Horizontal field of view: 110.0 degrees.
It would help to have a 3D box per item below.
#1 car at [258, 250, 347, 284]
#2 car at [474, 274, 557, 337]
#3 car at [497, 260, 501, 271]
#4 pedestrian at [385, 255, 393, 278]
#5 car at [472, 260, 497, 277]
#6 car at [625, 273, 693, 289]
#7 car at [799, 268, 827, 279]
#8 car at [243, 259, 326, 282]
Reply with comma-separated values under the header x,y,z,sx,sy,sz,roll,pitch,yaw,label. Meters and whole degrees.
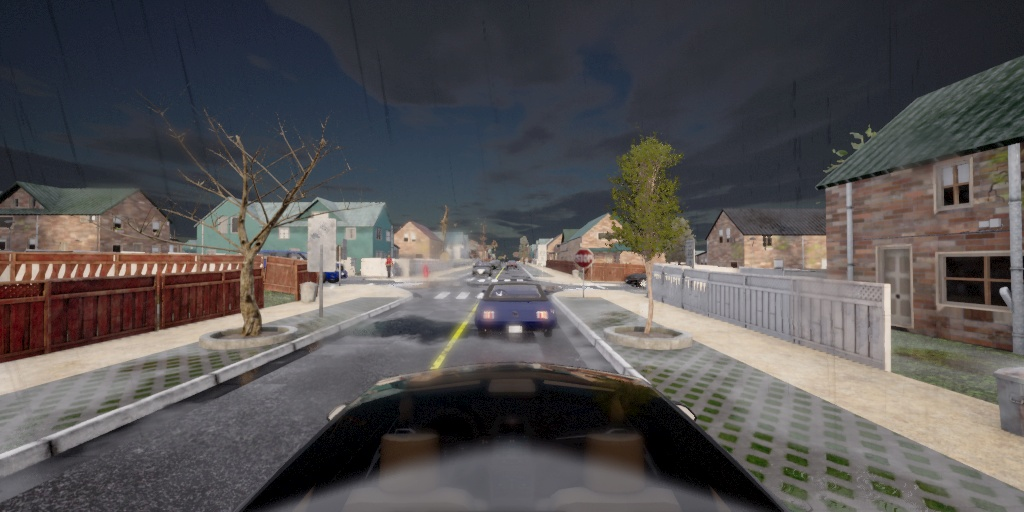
x,y,z,sx,sy,sz,roll,pitch,yaw,label
-13.368,0.697,22.423,5.566,2.045,2.150,1,-1,-1,car
0.081,1.355,10.239,1.895,1.301,4.718,0,0,0,car
-2.934,1.430,49.682,1.895,1.301,4.718,0,0,0,car
-9.682,0.796,28.264,0.375,1.860,0.375,0,-2,0,pedestrian
-2.915,1.282,35.883,2.128,1.511,4.902,0,0,0,car
10.626,1.540,25.384,5.008,1.535,1.882,2,-1,0,car
20.999,1.649,25.401,4.553,1.767,2.097,1,-1,0,car
-15.889,0.991,25.199,4.674,1.442,1.812,1,-1,1,car
